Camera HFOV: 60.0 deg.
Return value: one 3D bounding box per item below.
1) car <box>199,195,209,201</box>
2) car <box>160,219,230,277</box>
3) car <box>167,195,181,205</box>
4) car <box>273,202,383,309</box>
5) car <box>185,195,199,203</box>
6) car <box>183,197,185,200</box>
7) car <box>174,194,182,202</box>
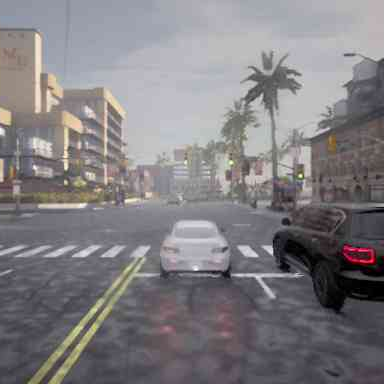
[{"bbox_3d":[3.321,1.608,89.455,2.097,1.767,4.553,0,0,-4],"label":"car"},{"bbox_3d":[0.089,1.554,10.175,1.812,1.442,4.674,0,0,0],"label":"car"},{"bbox_3d":[-3.526,1.739,62.063,1.994,1.385,4.181,0,0,0],"label":"car"},{"bbox_3d":[3.590,1.243,8.047,2.150,2.045,5.566,0,0,0],"label":"car"},{"bbox_3d":[-0.032,1.744,77.556,2.128,1.511,4.902,0,0,0],"label":"car"},{"bbox_3d":[-3.536,1.458,82.611,2.150,2.045,5.566,0,0,0],"label":"car"},{"bbox_3d":[-3.530,1.744,72.241,2.033,1.411,5.357,0,0,0],"label":"car"}]
